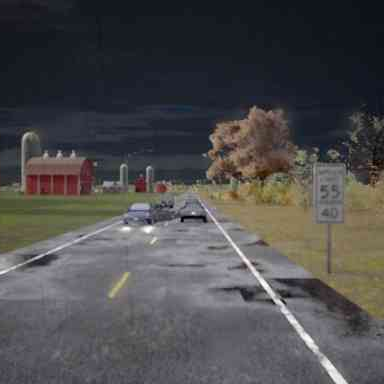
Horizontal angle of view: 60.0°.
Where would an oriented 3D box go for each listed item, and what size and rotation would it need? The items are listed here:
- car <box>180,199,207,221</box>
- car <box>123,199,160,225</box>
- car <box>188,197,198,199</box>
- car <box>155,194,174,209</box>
[{"bbox_3d":[0.110,1.512,26.252,1.994,1.385,4.181,0,0,0],"label":"car"},{"bbox_3d":[-3.588,1.479,23.658,1.812,1.442,4.674,0,0,0],"label":"car"},{"bbox_3d":[0.118,1.397,46.662,2.128,1.511,4.902,0,0,0],"label":"car"},{"bbox_3d":[-3.484,1.229,43.381,2.150,2.045,5.566,0,0,0],"label":"car"}]
